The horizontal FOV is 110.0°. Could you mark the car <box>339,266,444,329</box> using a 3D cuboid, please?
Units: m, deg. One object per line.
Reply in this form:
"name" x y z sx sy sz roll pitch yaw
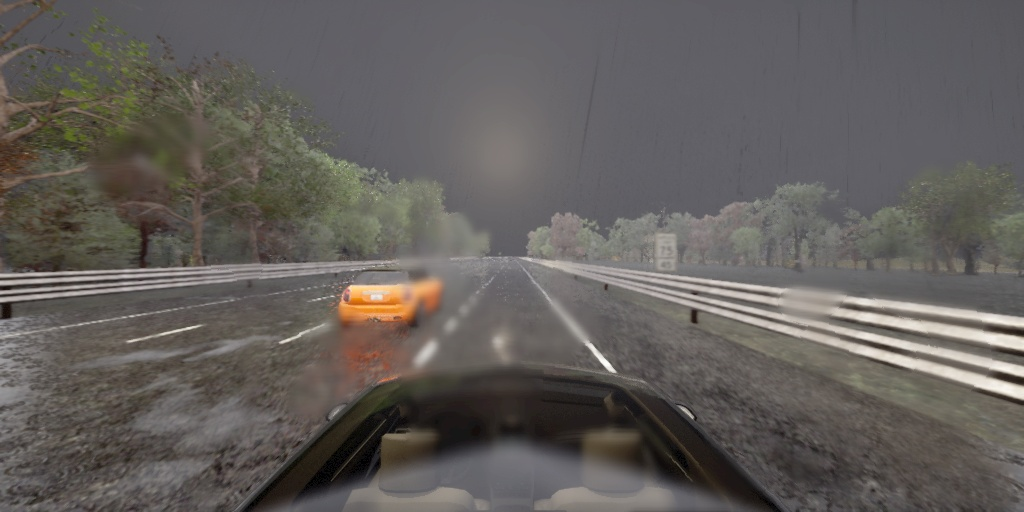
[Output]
"car" -3.516 1.081 11.326 2.097 1.767 4.553 0 0 -1
